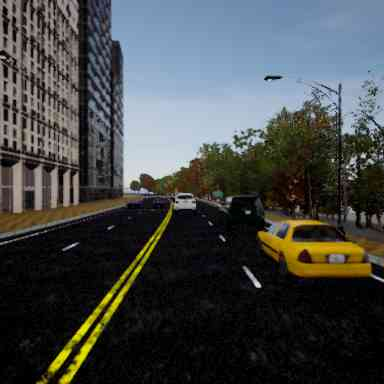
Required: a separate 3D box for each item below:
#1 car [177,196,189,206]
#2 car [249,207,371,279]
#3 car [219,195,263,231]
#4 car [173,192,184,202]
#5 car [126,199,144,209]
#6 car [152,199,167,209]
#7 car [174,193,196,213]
[{"bbox_3d":[-1.574,1.419,54.951,1.882,1.535,5.008,0,0,-3],"label":"car"},{"bbox_3d":[3.190,1.449,9.944,1.801,1.575,5.366,0,0,-1],"label":"car"},{"bbox_3d":[3.001,1.205,20.839,2.150,2.045,5.566,0,0,-1],"label":"car"},{"bbox_3d":[-2.964,1.134,73.796,2.150,2.045,5.566,0,0,-5],"label":"car"},{"bbox_3d":[-7.608,1.592,44.634,1.895,1.301,4.718,0,0,-3],"label":"car"},{"bbox_3d":[-4.361,1.560,44.785,1.895,1.301,4.718,0,0,-3],"label":"car"},{"bbox_3d":[-0.780,1.188,35.967,2.150,2.045,5.566,0,0,-2],"label":"car"}]
